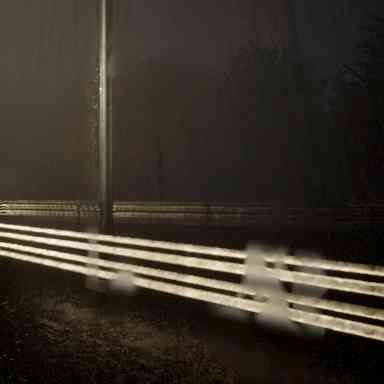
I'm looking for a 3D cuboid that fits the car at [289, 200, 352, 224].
[{"bbox_3d":[9.723,1.429,25.477,4.553,1.767,2.097,0,0,15],"label":"car"}]
